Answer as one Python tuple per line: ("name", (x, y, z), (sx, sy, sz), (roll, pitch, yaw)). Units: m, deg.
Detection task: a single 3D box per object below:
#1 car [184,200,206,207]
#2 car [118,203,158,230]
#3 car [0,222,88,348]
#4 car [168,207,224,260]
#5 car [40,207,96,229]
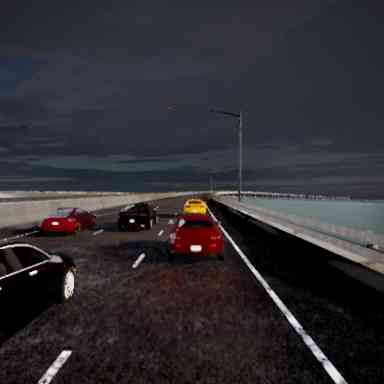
("car", (0.278, 1.429, 30.547), (1.882, 1.535, 5.008), (0, 0, 1))
("car", (-3.313, 1.447, 20.981), (1.882, 1.535, 5.008), (0, 0, 0))
("car", (-3.390, 1.498, 5.240), (1.837, 1.490, 4.892), (0, 0, 0))
("car", (0.123, 1.509, 12.263), (1.812, 1.442, 4.674), (0, 0, 0))
("car", (-6.830, 1.537, 18.647), (1.994, 1.385, 4.181), (0, 0, 0))
